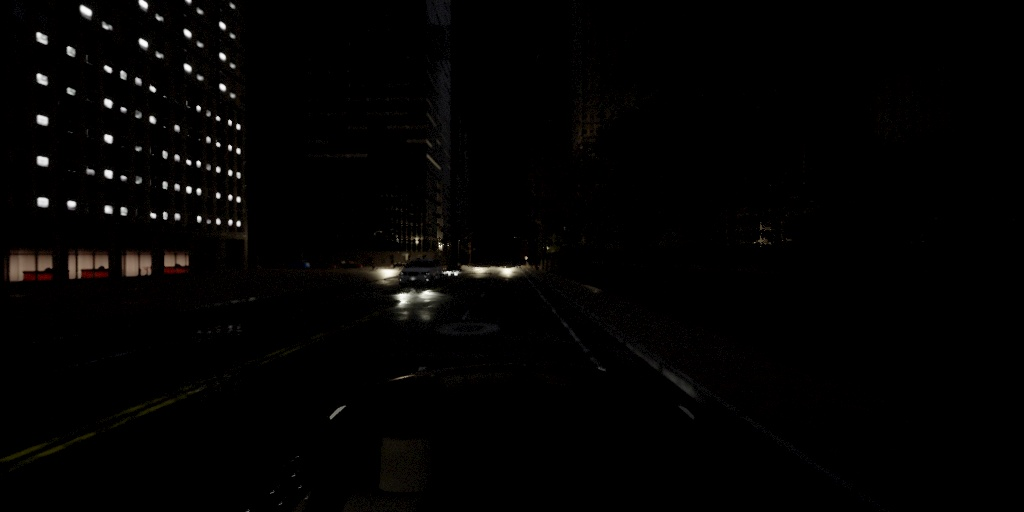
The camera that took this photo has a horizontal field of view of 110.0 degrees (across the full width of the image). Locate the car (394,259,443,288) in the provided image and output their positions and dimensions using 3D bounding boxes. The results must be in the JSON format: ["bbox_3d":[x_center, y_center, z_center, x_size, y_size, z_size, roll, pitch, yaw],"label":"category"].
[{"bbox_3d":[-6.630,1.202,26.768,2.150,2.045,5.566,0,-1,0],"label":"car"}]

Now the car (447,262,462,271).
[{"bbox_3d":[-9.852,1.805,61.665,2.128,1.511,4.902,0,-1,0],"label":"car"}]
